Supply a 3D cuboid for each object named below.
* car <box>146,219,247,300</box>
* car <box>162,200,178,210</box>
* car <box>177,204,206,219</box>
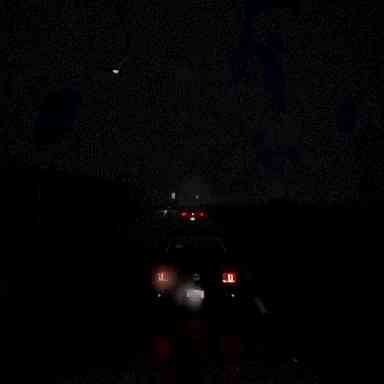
[{"bbox_3d":[0.083,1.604,8.357,1.895,1.301,4.718,0,0,0],"label":"car"},{"bbox_3d":[-2.863,1.723,44.181,1.994,1.385,4.181,0,-1,0],"label":"car"},{"bbox_3d":[0.043,1.623,25.829,1.895,1.301,4.718,0,0,0],"label":"car"}]
